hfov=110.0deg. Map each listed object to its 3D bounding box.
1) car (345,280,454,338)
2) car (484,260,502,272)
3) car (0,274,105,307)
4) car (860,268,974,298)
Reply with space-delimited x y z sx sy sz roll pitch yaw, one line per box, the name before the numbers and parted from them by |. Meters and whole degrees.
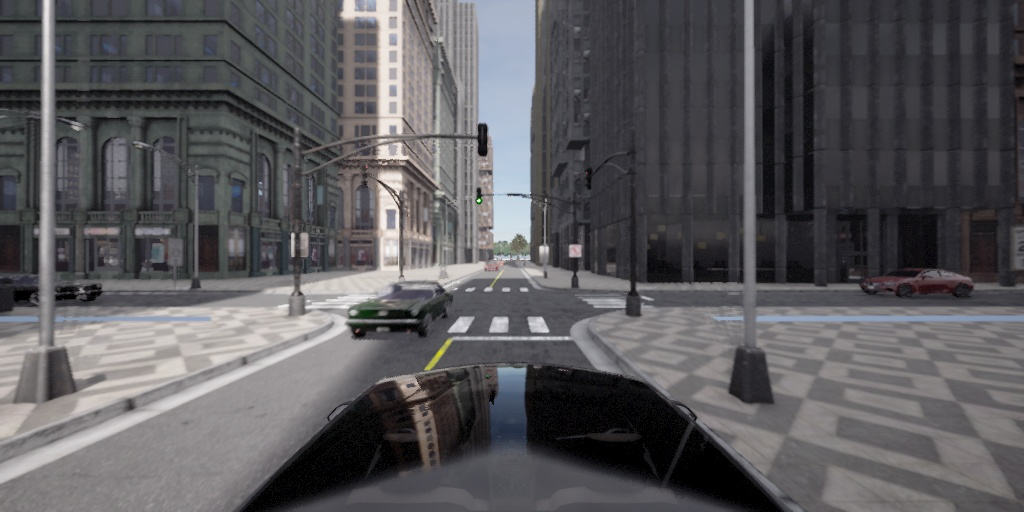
car | -2.999 1.415 10.544 1.895 1.301 4.718 0 0 0
car | -3.001 1.422 53.428 2.097 1.767 4.553 0 -1 0
car | -20.664 1.435 15.363 4.718 1.301 1.895 0 0 0
car | 20.859 1.356 18.527 4.674 1.442 1.812 0 0 0
